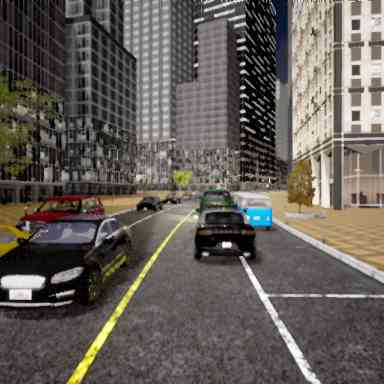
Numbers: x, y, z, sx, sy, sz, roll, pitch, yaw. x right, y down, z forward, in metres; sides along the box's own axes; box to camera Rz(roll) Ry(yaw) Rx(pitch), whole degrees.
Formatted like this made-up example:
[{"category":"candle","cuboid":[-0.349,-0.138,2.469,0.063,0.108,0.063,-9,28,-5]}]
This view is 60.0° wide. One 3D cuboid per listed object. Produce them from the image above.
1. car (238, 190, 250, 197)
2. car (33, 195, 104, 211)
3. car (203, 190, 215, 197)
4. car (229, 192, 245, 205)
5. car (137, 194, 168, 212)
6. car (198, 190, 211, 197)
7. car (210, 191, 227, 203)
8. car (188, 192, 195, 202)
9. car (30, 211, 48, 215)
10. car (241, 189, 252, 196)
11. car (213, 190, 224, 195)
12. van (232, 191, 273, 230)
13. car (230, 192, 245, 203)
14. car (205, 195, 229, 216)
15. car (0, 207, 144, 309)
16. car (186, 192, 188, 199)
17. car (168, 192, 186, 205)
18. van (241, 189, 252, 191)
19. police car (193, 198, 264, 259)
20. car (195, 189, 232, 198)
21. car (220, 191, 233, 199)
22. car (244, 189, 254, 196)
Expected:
[{"category":"car","cuboid":[10.974,0.327,69.970,1.947,1.339,4.313,1,1,13]},{"category":"car","cuboid":[-4.989,1.077,13.452,2.192,1.841,5.009,1,1,2]},{"category":"car","cuboid":[3.900,0.238,74.802,1.752,1.417,4.829,1,1,14]},{"category":"car","cuboid":[5.642,0.782,41.680,1.752,1.417,4.829,1,1,8]},{"category":"car","cuboid":[-3.760,1.032,30.592,1.947,1.339,4.313,1,1,6]},{"category":"car","cuboid":[2.657,0.365,69.622,1.947,1.339,4.313,1,1,13]},{"category":"car","cuboid":[3.858,0.629,47.978,1.882,1.535,5.008,0,1,10]},{"category":"car","cuboid":[1.172,0.686,49.147,2.033,1.411,5.357,0,1,9]},{"category":"car","cuboid":[-5.195,1.388,7.624,1.752,1.417,4.829,1,1,1]},{"category":"car","cuboid":[12.346,0.107,75.487,1.967,1.590,4.097,1,1,15]},{"category":"car","cuboid":[6.773,0.084,85.549,2.008,1.369,4.403,1,1,16]},{"category":"van","cuboid":[3.281,1.018,18.067,1.690,1.788,3.998,1,1,4]},{"category":"car","cuboid":[6.479,0.722,47.295,1.947,1.339,4.313,1,1,9]},{"category":"car","cuboid":[2.093,1.037,27.539,1.812,1.442,4.674,0,1,5]},{"category":"car","cuboid":[-2.696,1.351,7.822,2.128,1.511,4.902,0,1,2]},{"category":"car","cuboid":[-0.677,0.659,53.122,1.802,1.307,4.206,1,1,10]},{"category":"car","cuboid":[-2.420,0.836,41.913,1.947,1.339,4.313,1,1,8]},{"category":"van","cuboid":[3.694,0.914,23.915,1.690,1.788,3.998,1,1,5]},{"category":"police car","cuboid":[1.059,1.214,11.798,1.930,1.638,5.238,0,1,2]},{"category":"car","cuboid":[1.609,0.839,21.628,2.150,2.045,5.566,0,1,4]},{"category":"car","cuboid":[6.593,0.492,62.991,1.895,1.301,4.718,0,1,13]},{"category":"car","cuboid":[13.803,0.118,80.940,1.887,1.381,4.507,1,1,16]}]
